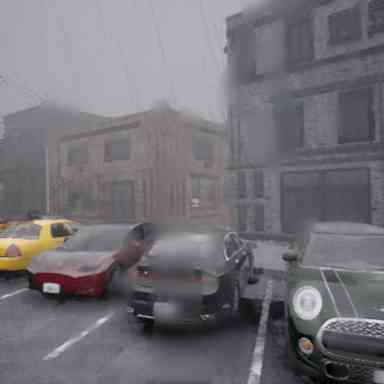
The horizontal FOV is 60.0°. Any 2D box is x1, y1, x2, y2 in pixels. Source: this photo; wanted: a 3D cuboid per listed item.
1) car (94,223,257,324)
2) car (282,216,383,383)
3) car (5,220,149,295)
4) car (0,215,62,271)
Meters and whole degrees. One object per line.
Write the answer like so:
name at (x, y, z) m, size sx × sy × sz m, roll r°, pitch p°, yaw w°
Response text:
car at (0.244, 1.506, 7.275) m, size 2.231 × 1.521 × 4.892 m, roll 0°, pitch -1°, yaw 16°
car at (2.652, 1.365, 5.604) m, size 2.185 × 1.767 × 4.553 m, roll 0°, pitch -1°, yaw 16°
car at (-2.150, 1.550, 8.959) m, size 2.163 × 1.488 × 4.792 m, roll 0°, pitch -1°, yaw 16°
car at (-4.473, 1.537, 10.876) m, size 1.946 × 1.575 × 5.366 m, roll 0°, pitch -1°, yaw 16°
